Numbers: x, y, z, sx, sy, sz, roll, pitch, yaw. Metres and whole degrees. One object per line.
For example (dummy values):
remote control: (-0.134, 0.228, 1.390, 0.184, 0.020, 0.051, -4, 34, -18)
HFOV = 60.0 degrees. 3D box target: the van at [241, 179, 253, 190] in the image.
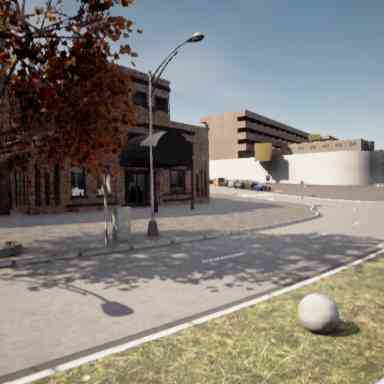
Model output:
van: (13.030, -1.417, 70.464, 1.878, 1.987, 4.442, 6, 6, 40)

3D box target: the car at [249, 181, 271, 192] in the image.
car: (14.419, -0.934, 67.790, 2.097, 1.535, 5.008, 6, 6, 40)

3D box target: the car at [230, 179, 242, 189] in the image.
car: (11.467, -1.691, 72.944, 2.435, 2.045, 5.566, 6, 6, 40)

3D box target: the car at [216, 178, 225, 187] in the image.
car: (8.502, -2.076, 78.156, 2.185, 1.767, 4.553, 6, 6, 40)

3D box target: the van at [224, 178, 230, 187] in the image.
van: (9.933, -1.917, 75.478, 1.878, 1.987, 4.442, 6, 6, 40)

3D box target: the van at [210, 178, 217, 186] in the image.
van: (7.118, -2.436, 80.863, 1.878, 1.987, 4.442, 5, 6, 40)
